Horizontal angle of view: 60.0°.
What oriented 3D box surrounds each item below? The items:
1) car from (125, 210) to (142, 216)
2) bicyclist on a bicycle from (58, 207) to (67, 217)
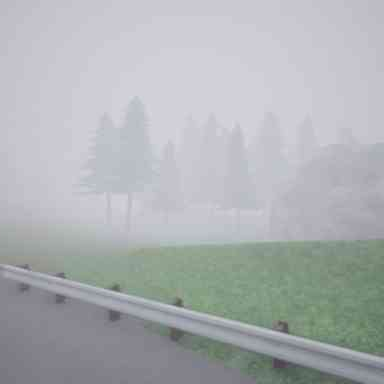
[{"bbox_3d":[-13.900,5.099,79.349,1.994,1.385,4.181,0,-4,41],"label":"car"},{"bbox_3d":[-20.907,3.204,53.794,1.656,1.620,0.582,0,-3,11],"label":"bicyclist on a bicycle"}]
